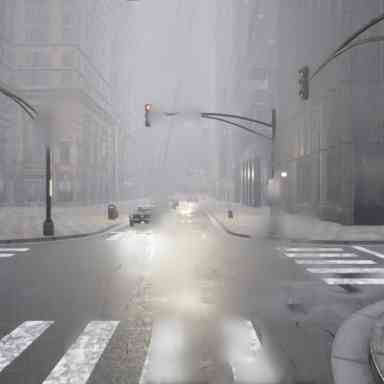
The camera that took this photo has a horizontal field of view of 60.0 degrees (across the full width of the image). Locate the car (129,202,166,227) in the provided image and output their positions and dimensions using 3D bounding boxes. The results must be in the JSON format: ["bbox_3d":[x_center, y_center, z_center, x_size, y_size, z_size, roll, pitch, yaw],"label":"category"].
[{"bbox_3d":[-3.105,1.601,23.160,1.895,1.301,4.718,0,0,0],"label":"car"}]

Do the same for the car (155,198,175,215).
[{"bbox_3d":[-3.101,1.564,33.102,1.994,1.385,4.181,0,0,0],"label":"car"}]

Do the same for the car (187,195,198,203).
[{"bbox_3d":[0.084,1.366,69.632,2.097,1.767,4.553,0,0,0],"label":"car"}]

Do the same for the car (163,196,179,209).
[{"bbox_3d":[-3.106,1.354,43.104,2.097,1.767,4.553,0,0,0],"label":"car"}]

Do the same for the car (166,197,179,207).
[{"bbox_3d":[-3.064,1.531,53.145,1.812,1.442,4.674,0,0,1],"label":"car"}]
